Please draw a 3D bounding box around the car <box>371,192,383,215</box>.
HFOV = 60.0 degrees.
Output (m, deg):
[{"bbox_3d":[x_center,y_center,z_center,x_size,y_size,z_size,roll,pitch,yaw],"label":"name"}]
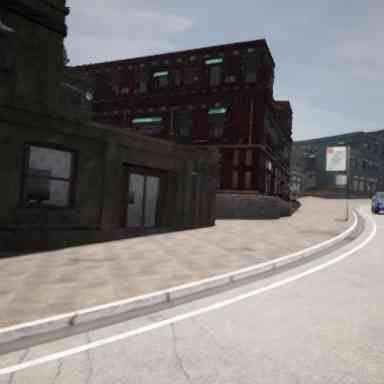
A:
[{"bbox_3d":[17.898,1.021,30.594,2.150,2.045,5.566,2,1,24],"label":"car"}]
